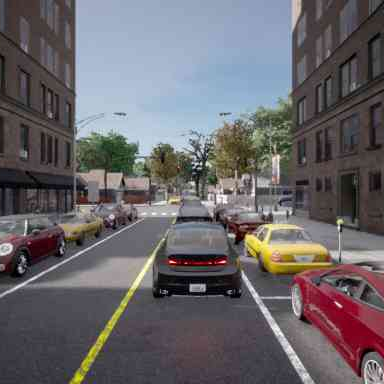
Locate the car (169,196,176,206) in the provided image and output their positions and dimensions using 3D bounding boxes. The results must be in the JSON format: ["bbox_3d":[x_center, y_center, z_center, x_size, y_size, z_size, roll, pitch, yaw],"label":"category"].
[{"bbox_3d":[-2.904,1.522,57.003,1.882,1.535,5.008,0,0,-2],"label":"car"}]

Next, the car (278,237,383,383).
[{"bbox_3d":[2.638,1.582,4.457,1.802,1.307,4.206,0,0,0],"label":"car"}]

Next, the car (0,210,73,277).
[{"bbox_3d":[-5.382,1.442,9.980,1.967,1.590,4.097,0,0,0],"label":"car"}]

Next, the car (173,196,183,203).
[{"bbox_3d":[-2.980,1.592,71.505,1.812,1.442,4.674,0,0,0],"label":"car"}]

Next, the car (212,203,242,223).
[{"bbox_3d":[2.658,1.577,26.531,1.947,1.339,4.313,0,0,0],"label":"car"}]

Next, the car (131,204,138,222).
[{"bbox_3d":[-5.368,1.593,26.536,1.802,1.307,4.206,0,0,0],"label":"car"}]

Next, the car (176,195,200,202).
[{"bbox_3d":[0.022,1.364,27.034,2.097,1.767,4.553,0,0,0],"label":"car"}]

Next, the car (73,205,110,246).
[{"bbox_3d":[-5.378,1.530,15.328,1.752,1.417,4.829,0,0,0],"label":"car"}]

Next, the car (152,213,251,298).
[{"bbox_3d":[0.108,1.507,8.495,1.837,1.490,4.892,0,0,0],"label":"car"}]

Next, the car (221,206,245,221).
[{"bbox_3d":[2.648,1.550,15.494,1.887,1.381,4.507,0,0,0],"label":"car"}]

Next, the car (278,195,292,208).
[{"bbox_3d":[14.881,1.452,46.242,4.674,1.442,1.812,0,0,0],"label":"car"}]

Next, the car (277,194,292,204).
[{"bbox_3d":[15.497,1.146,49.491,5.566,2.045,2.150,0,0,0],"label":"car"}]

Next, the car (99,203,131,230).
[{"bbox_3d":[-5.373,1.448,21.017,1.967,1.590,4.097,0,0,0],"label":"car"}]

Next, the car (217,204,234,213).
[{"bbox_3d":[2.653,1.590,21.012,1.802,1.307,4.206,0,0,0],"label":"car"}]

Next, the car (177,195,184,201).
[{"bbox_3d":[-3.005,1.620,86.184,1.812,1.442,4.674,0,0,0],"label":"car"}]

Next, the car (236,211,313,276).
[{"bbox_3d":[2.643,1.528,10.146,1.752,1.417,4.829,0,0,0],"label":"car"}]

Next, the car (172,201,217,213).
[{"bbox_3d":[0.113,1.484,17.979,1.882,1.535,5.008,0,0,0],"label":"car"}]
